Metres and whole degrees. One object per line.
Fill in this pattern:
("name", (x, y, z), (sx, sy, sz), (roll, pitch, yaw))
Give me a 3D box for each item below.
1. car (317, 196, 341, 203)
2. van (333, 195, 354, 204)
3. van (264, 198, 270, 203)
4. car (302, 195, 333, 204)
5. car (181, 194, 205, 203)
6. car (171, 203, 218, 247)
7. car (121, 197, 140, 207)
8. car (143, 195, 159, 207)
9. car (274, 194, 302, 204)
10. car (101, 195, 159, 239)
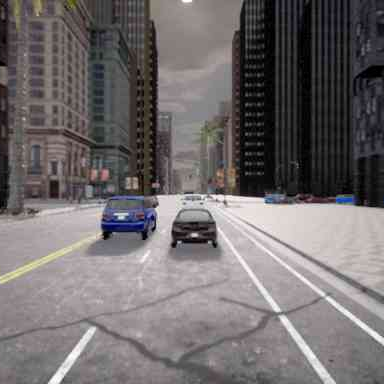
("car", (28.421, 1.588, 69.224), (4.206, 1.307, 1.802), (0, 0, 0))
("van", (28.425, 1.366, 60.699), (3.998, 1.788, 1.690), (0, 0, 0))
("van", (17.065, 1.355, 69.219), (3.998, 1.788, 1.690), (0, 0, 0))
("car", (22.748, 1.610, 60.697), (4.206, 1.307, 1.802), (0, 0, 0))
("car", (0.099, 1.238, 33.570), (2.150, 2.045, 5.566), (0, 0, 0))
("car", (0.099, 1.483, 15.162), (1.882, 1.535, 5.008), (0, 0, 0))
("car", (-9.751, 1.577, 53.263), (2.033, 1.411, 5.357), (0, 0, 0))
("car", (-6.501, 1.381, 53.269), (2.097, 1.767, 4.553), (0, 0, 0))
("car", (17.070, 1.583, 60.695), (4.403, 1.369, 2.008), (0, 0, 0))
("car", (-3.150, 1.231, 17.529), (2.150, 2.045, 5.566), (0, 0, 0))
